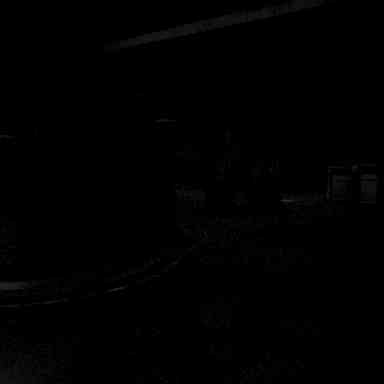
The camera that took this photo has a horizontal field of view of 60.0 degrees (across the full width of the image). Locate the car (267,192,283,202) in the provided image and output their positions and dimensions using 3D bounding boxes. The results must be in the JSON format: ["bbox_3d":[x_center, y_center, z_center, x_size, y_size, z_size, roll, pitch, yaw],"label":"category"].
[{"bbox_3d":[10.935,0.651,45.621,1.895,1.301,4.718,2,2,36],"label":"car"}]

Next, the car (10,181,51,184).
[{"bbox_3d":[-17.219,-0.177,35.207,3.866,1.878,1.905,2,2,35],"label":"car"}]

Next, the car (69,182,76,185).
[{"bbox_3d":[-25.420,-1.282,68.066,4.605,1.855,1.932,2,2,35],"label":"car"}]

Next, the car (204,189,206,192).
[{"bbox_3d":[4.905,-0.325,65.594,5.027,1.636,2.152,2,2,35],"label":"car"}]

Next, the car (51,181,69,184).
[{"bbox_3d":[-26.759,-1.255,65.454,3.866,1.878,1.905,2,2,35],"label":"car"}]

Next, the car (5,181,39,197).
[{"bbox_3d":[-21.750,-0.462,42.425,4.605,1.855,1.932,2,2,35],"label":"car"}]
